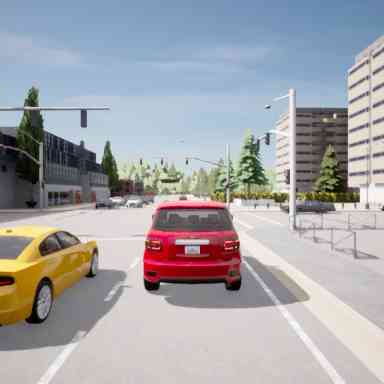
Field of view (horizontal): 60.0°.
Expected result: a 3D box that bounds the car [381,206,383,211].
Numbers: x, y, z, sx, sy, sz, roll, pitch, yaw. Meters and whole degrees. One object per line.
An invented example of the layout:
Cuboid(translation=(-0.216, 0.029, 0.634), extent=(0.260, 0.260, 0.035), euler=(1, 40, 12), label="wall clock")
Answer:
Cuboid(translation=(22.900, 1.546, 34.955), extent=(5.357, 1.411, 2.033), euler=(0, 0, -2), label="car")

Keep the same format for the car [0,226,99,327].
Cuboid(translation=(-3.480, 1.477, 7.167), extent=(1.882, 1.535, 5.008), euler=(0, 0, 0), label="car")

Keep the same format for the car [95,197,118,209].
Cuboid(translation=(-11.784, 1.562, 45.316), extent=(1.994, 1.385, 4.181), euler=(0, 0, -2), label="car")

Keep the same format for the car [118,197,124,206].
Cuboid(translation=(-12.021, 1.523, 53.752), extent=(1.812, 1.442, 4.674), euler=(0, 0, -1), label="car")

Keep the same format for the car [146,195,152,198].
Cuboid(translation=(-8.638, 1.502, 58.703), extent=(1.837, 1.490, 4.892), euler=(0, 0, -1), label="car")

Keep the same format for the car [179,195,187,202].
Cuboid(translation=(-2.139, 1.521, 79.347), extent=(1.812, 1.442, 4.674), euler=(0, 0, -2), label="car")

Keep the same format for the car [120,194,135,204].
Cuboid(translation=(-12.253, 1.349, 63.667), extent=(2.097, 1.767, 4.553), euler=(0, 0, -1), label="car")

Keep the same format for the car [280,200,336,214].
Cuboid(translation=(12.075, 1.546, 34.627), extent=(5.357, 1.411, 2.033), euler=(0, 0, -2), label="car")

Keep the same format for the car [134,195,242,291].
Cuboid(translation=(0.014, 1.221, 9.156), extent=(2.150, 2.045, 5.566), euler=(0, 0, 0), label="car")

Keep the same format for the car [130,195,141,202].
Cuboid(translation=(-12.491, 1.496, 73.890), extent=(1.837, 1.490, 4.892), euler=(0, 0, -2), label="car")

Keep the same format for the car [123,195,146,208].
Cuboid(translation=(-8.372, 1.523, 48.618), extent=(1.812, 1.442, 4.674), euler=(0, 0, -1), label="car")
